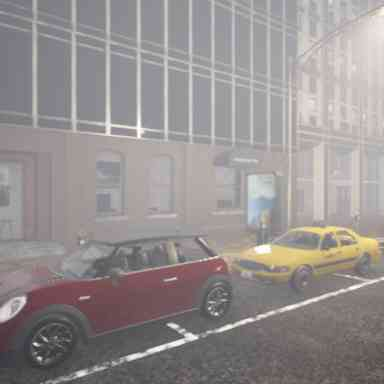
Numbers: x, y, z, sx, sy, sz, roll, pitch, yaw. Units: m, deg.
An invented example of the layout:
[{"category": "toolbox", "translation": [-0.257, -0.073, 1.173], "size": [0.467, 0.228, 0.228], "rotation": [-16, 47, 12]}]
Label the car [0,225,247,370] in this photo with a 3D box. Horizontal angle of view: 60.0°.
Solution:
[{"category": "car", "translation": [-1.285, 1.439, 5.640], "size": [4.097, 1.590, 1.967], "rotation": [0, 0, -35]}]

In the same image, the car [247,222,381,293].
[{"category": "car", "translation": [3.175, 1.519, 8.820], "size": [4.829, 1.417, 1.752], "rotation": [0, 0, -35]}]
